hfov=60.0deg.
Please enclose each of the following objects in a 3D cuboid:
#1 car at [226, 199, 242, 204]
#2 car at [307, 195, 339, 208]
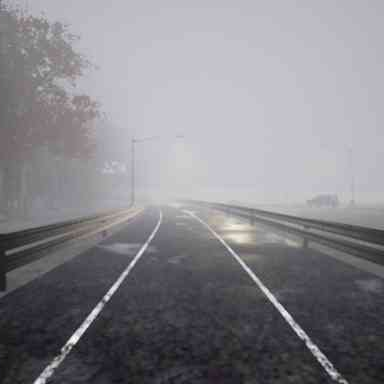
[{"bbox_3d":[9.975,2.285,79.260,1.895,1.301,4.718,0,-1,-25],"label":"car"},{"bbox_3d":[21.547,1.451,54.856,2.150,2.045,5.566,0,-1,-25],"label":"car"}]
